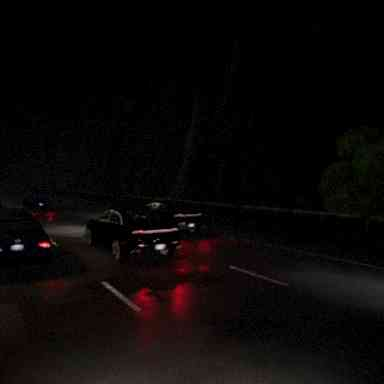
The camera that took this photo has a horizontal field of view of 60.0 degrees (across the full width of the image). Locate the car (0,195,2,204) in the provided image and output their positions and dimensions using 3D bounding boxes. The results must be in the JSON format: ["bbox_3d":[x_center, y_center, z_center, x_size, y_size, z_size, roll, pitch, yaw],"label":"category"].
[{"bbox_3d":[-18.618,0.634,30.486,1.837,1.490,4.892,0,2,-33],"label":"car"}]

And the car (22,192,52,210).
[{"bbox_3d":[-13.541,0.760,29.027,1.812,1.442,4.674,0,2,-33],"label":"car"}]

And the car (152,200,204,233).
[{"bbox_3d":[-1.316,1.163,16.462,2.128,1.511,4.902,0,1,-33],"label":"car"}]

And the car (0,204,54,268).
[{"bbox_3d":[-5.530,1.316,10.064,2.033,1.411,5.357,0,1,-33],"label":"car"}]

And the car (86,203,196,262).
[{"bbox_3d":[-2.192,1.263,11.343,2.128,1.511,4.902,0,1,-33],"label":"car"}]
